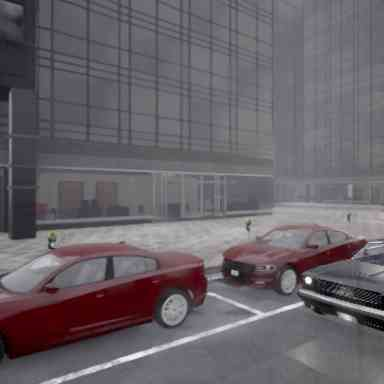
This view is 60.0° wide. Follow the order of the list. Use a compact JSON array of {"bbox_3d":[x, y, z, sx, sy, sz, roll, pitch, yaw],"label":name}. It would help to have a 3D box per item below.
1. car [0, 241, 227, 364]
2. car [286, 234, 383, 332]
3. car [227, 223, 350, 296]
[{"bbox_3d":[-1.814,1.542,5.354,4.507,1.381,1.887,0,0,-36],"label":"car"},{"bbox_3d":[4.145,1.588,6.335,4.718,1.301,1.895,0,0,-35],"label":"car"},{"bbox_3d":[2.775,1.532,8.627,4.507,1.381,1.887,0,0,-36],"label":"car"}]
